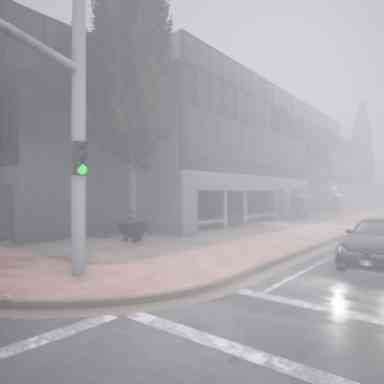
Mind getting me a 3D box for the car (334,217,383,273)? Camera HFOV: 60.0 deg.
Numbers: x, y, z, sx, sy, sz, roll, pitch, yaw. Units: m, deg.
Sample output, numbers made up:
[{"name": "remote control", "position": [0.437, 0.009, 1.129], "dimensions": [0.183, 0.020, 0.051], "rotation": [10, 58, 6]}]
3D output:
[{"name": "car", "position": [5.893, 1.546, 10.221], "dimensions": [1.812, 1.442, 4.674], "rotation": [0, 0, 40]}]
